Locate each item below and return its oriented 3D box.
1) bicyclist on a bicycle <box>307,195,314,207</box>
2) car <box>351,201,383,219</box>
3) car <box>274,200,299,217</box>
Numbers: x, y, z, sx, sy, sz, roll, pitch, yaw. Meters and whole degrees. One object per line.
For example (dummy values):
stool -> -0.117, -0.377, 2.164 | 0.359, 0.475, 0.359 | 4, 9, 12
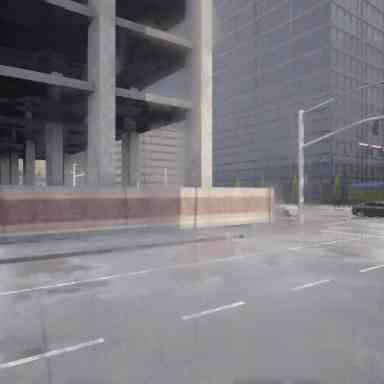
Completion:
bicyclist on a bicycle -> 16.506, 1.300, 46.158 | 1.656, 1.620, 0.582 | 0, 0, -36
car -> 15.561, 1.506, 27.051 | 1.837, 1.490, 4.892 | 0, 0, -36
car -> 8.173, 1.526, 31.275 | 1.812, 1.442, 4.674 | 0, 0, -36
